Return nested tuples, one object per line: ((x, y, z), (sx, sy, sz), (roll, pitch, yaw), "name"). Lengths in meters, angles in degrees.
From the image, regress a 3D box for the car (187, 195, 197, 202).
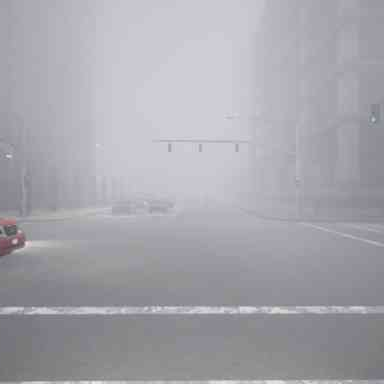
((0.004, 1.492, 73.676), (2.128, 1.511, 4.902), (0, 0, 0), "car")

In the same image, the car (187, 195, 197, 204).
((0.004, 1.477, 64.289), (2.128, 1.511, 4.902), (0, 0, 0), "car")

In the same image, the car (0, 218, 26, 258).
((-8.243, 1.195, 10.293), (5.566, 2.045, 2.150), (0, 0, -1), "car")

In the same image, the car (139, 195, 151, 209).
((-7.095, 1.495, 44.297), (1.837, 1.490, 4.892), (0, 0, 0), "car")

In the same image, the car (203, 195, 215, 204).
((3.504, 1.477, 64.601), (2.128, 1.511, 4.902), (0, 0, 0), "car")

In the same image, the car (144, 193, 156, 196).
((-7.084, 1.210, 54.952), (2.150, 2.045, 5.566), (0, 0, 0), "car")

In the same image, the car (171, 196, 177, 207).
((-3.596, 1.467, 46.708), (1.882, 1.535, 5.008), (0, 0, 0), "car")

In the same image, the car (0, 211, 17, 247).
((-9.882, 1.529, 13.773), (4.181, 1.385, 1.994), (0, 0, -1), "car")

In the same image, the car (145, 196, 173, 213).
((-3.598, 1.539, 37.062), (2.033, 1.411, 5.357), (0, 0, 0), "car")

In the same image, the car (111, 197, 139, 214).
((-7.098, 1.497, 34.893), (1.837, 1.490, 4.892), (0, 0, 0), "car")

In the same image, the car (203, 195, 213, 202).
((3.504, 1.491, 73.676), (1.812, 1.442, 4.674), (0, 0, 0), "car")

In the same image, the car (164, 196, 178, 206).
((-3.580, 1.478, 57.071), (2.128, 1.511, 4.902), (0, 0, 0), "car")
